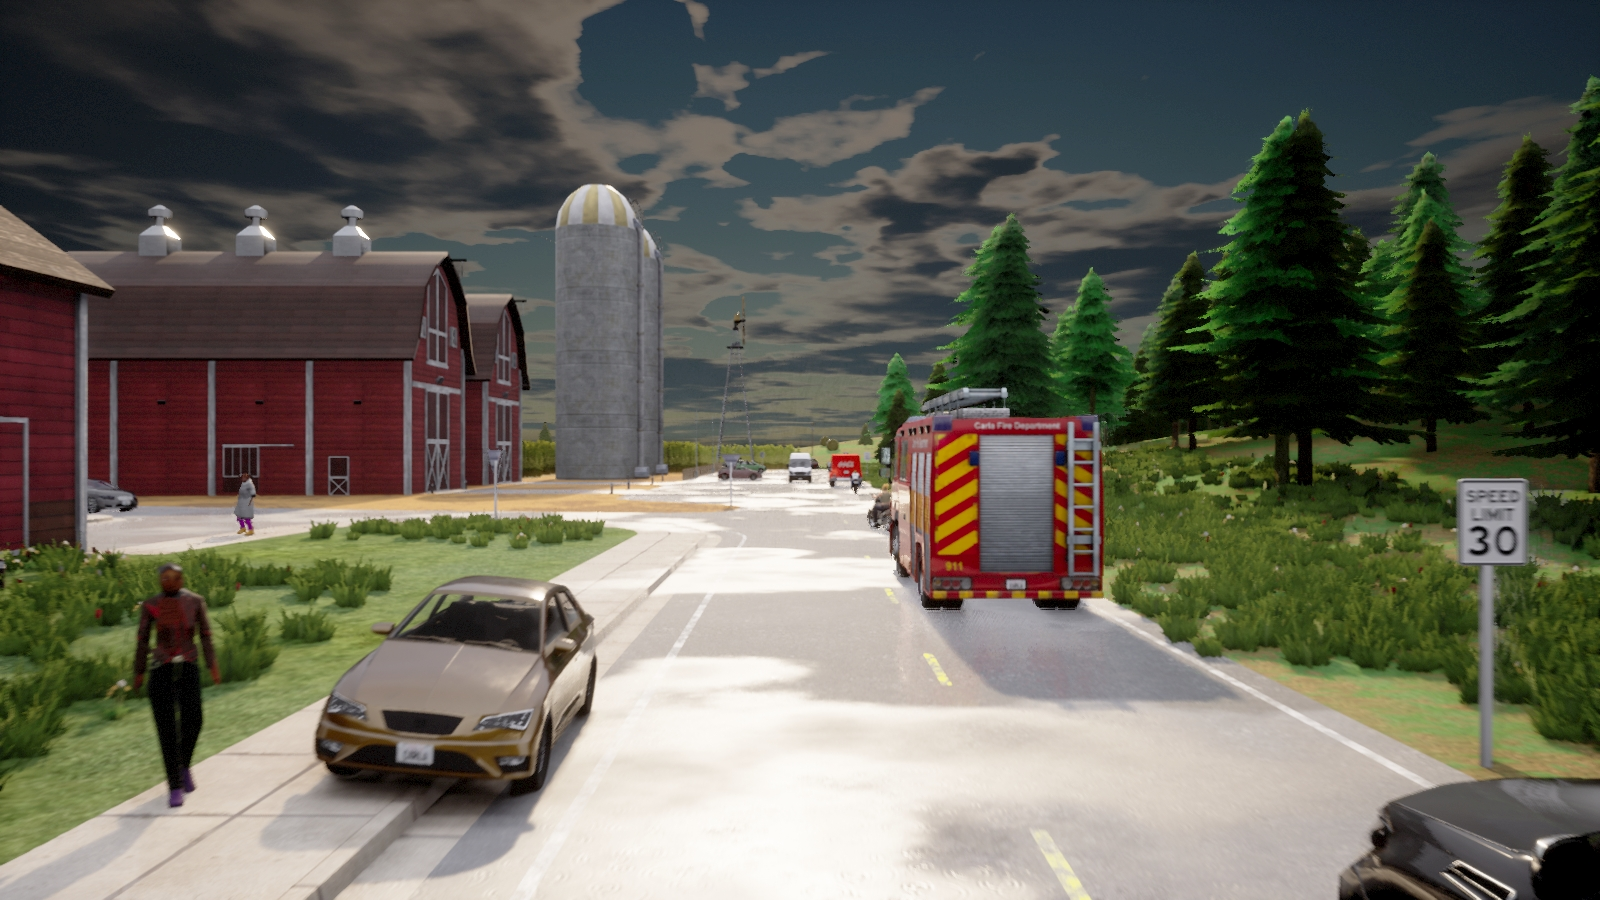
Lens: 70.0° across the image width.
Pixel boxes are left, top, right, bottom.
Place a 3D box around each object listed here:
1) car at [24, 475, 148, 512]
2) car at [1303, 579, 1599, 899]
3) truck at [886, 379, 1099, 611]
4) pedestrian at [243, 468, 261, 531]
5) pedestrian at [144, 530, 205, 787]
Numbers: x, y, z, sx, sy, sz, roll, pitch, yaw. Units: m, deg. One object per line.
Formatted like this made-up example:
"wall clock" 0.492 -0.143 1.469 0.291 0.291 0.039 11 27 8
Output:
"car" -31.654 1.901 50.658 4.902 1.511 2.128 0 0 21
"car" 3.512 1.638 2.734 2.150 2.045 5.566 0 0 0
"truck" 3.499 0.750 23.098 2.891 3.827 8.468 0 0 0
"pedestrian" -16.356 1.470 34.105 0.375 1.860 0.375 0 0 41
"pedestrian" -4.750 1.555 8.672 0.375 1.860 0.375 0 0 -33
